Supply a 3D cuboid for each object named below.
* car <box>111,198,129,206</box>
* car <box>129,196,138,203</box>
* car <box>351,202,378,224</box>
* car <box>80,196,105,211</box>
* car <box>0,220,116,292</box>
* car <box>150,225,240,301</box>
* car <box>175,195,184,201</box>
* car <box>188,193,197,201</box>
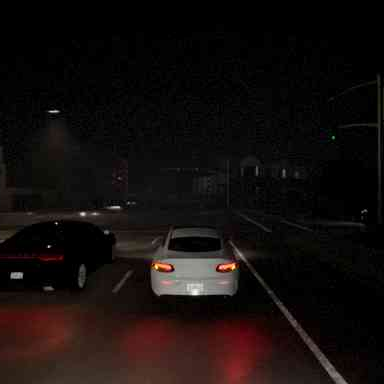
[{"bbox_3d":[-14.032,1.893,62.947,2.128,1.511,4.902,0,1,1],"label":"car"},{"bbox_3d":[-13.981,1.741,78.443,2.033,1.411,5.357,0,0,0],"label":"car"},{"bbox_3d":[14.719,1.493,25.537,4.553,1.767,2.097,0,-1,0],"label":"car"},{"bbox_3d":[-14.087,1.610,47.433,2.150,2.045,5.566,0,-1,0],"label":"car"},{"bbox_3d":[-3.427,1.498,9.011,1.882,1.535,5.008,0,0,0],"label":"car"},{"bbox_3d":[0.069,1.540,8.224,1.812,1.442,4.674,0,0,0],"label":"car"},{"bbox_3d":[-3.478,1.715,89.317,2.128,1.511,4.902,0,-1,0],"label":"car"},{"bbox_3d":[0.022,1.415,89.352,2.150,2.045,5.566,0,-1,0],"label":"car"}]
